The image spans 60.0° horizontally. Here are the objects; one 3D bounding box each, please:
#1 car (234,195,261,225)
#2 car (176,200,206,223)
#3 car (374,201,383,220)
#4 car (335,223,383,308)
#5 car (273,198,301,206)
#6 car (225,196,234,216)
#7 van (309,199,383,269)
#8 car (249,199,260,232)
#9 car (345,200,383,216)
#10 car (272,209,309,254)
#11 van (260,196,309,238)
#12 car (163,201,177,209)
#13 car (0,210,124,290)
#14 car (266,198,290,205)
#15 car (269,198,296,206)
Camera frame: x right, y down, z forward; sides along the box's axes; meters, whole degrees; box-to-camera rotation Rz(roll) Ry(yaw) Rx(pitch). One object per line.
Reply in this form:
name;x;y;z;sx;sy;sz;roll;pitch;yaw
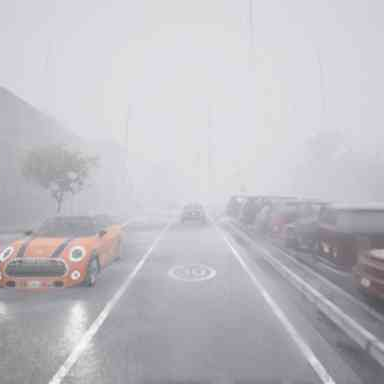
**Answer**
car;5.626;1.269;20.037;5.566;2.045;2.435;0;0;0
car;0.104;1.621;25.953;2.033;1.411;5.357;0;0;0
car;18.685;1.565;28.431;5.008;1.535;2.097;0;-1;0
car;5.601;1.481;6.021;5.008;1.535;2.097;0;0;0
car;18.718;1.991;65.631;5.008;1.535;2.097;0;-1;0
car;5.629;1.315;28.447;5.566;2.045;2.435;0;0;0
van;5.720;1.263;8.825;4.442;1.987;1.878;0;0;0
car;5.566;1.384;17.235;4.553;1.767;2.185;0;0;0
car;18.679;1.613;33.999;5.008;1.535;2.097;0;-1;0
car;5.595;1.497;11.627;4.892;1.521;2.231;0;0;0
van;5.483;1.277;14.432;4.442;1.987;1.878;0;0;0
car;-3.321;1.958;51.019;1.895;1.301;4.718;0;-1;0
car;-3.349;1.376;9.306;2.097;1.767;4.553;0;0;0
car;18.715;2.110;72.179;4.674;1.452;2.002;0;-1;0
car;18.710;2.032;68.904;4.892;1.521;2.231;0;-1;0
